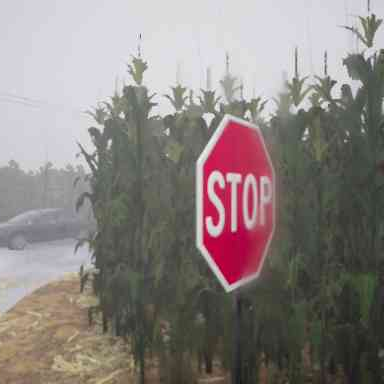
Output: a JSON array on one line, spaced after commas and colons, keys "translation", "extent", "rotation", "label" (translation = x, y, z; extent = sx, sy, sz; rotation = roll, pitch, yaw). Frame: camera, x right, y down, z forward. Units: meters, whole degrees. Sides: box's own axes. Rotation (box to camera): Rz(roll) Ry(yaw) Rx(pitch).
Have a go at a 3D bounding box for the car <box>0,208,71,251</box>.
[{"translation": [-6.426, 1.479, 14.246], "extent": [1.837, 1.490, 4.892], "rotation": [0, 0, 36], "label": "car"}]
